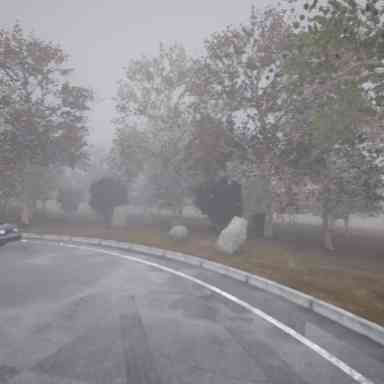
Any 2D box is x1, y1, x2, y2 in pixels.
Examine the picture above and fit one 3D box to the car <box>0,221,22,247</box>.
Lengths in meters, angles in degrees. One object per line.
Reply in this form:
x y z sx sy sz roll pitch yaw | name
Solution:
-9.601 1.625 13.759 5.357 1.411 2.033 -1 0 23 | car
